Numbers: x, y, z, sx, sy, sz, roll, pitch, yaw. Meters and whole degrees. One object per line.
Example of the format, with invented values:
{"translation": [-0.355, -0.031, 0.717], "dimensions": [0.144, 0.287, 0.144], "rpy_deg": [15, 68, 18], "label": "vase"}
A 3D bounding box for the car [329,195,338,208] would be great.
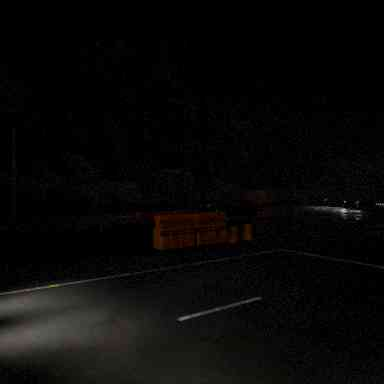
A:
{"translation": [20.869, 1.361, 44.701], "dimensions": [4.674, 1.442, 1.812], "rpy_deg": [0, 0, -36], "label": "car"}

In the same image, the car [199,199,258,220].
{"translation": [3.265, 1.543, 27.829], "dimensions": [4.718, 1.301, 1.895], "rpy_deg": [0, 0, -36], "label": "car"}

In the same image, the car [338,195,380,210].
{"translation": [20.058, 1.202, 39.822], "dimensions": [4.553, 1.767, 2.097], "rpy_deg": [0, 0, -36], "label": "car"}

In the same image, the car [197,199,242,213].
{"translation": [3.054, 1.522, 36.280], "dimensions": [4.718, 1.301, 1.895], "rpy_deg": [0, 0, -36], "label": "car"}

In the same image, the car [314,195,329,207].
{"translation": [19.767, 1.182, 48.212], "dimensions": [4.553, 1.767, 2.097], "rpy_deg": [0, 0, -35], "label": "car"}

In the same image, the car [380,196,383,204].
{"translation": [33.345, 1.357, 57.824], "dimensions": [4.718, 1.301, 1.895], "rpy_deg": [0, 0, -35], "label": "car"}
